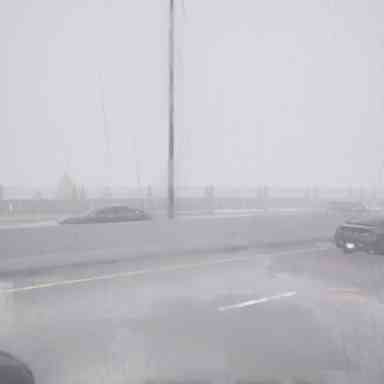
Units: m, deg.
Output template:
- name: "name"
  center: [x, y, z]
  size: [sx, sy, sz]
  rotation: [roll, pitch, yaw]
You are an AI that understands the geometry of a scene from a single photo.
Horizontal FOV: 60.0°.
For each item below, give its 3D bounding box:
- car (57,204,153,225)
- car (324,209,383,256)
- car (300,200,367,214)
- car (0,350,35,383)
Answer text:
- name: "car"
  center: [-4.476, 1.427, 17.496]
  size: [4.892, 1.490, 1.837]
  rotation: [0, 0, -31]
- name: "car"
  center: [7.221, 1.480, 11.827]
  size: [4.892, 1.490, 1.837]
  rotation: [0, 0, -28]
- name: "car"
  center: [8.773, 1.299, 20.511]
  size: [4.553, 1.767, 2.097]
  rotation: [0, 0, -23]
- name: "car"
  center: [-3.170, 1.510, 1.365]
  size: [4.674, 1.442, 1.812]
  rotation: [0, 0, -37]
